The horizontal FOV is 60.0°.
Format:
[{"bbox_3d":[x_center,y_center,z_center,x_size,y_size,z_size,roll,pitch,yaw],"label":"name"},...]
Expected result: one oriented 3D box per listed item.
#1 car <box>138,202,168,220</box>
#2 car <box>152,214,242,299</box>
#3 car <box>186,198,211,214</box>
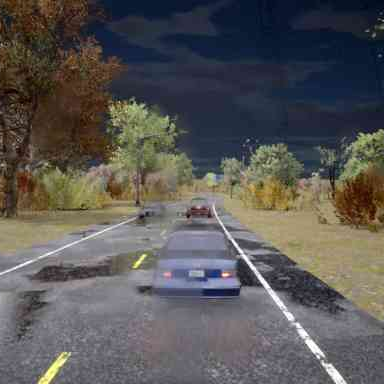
[{"bbox_3d":[-3.143,1.538,27.536,1.994,1.385,4.181,0,0,2],"label":"car"},{"bbox_3d":[0.139,1.542,8.622,2.033,1.411,5.357,0,0,1],"label":"car"},{"bbox_3d":[0.641,1.326,29.930,2.097,1.767,4.553,0,0,2],"label":"car"}]
